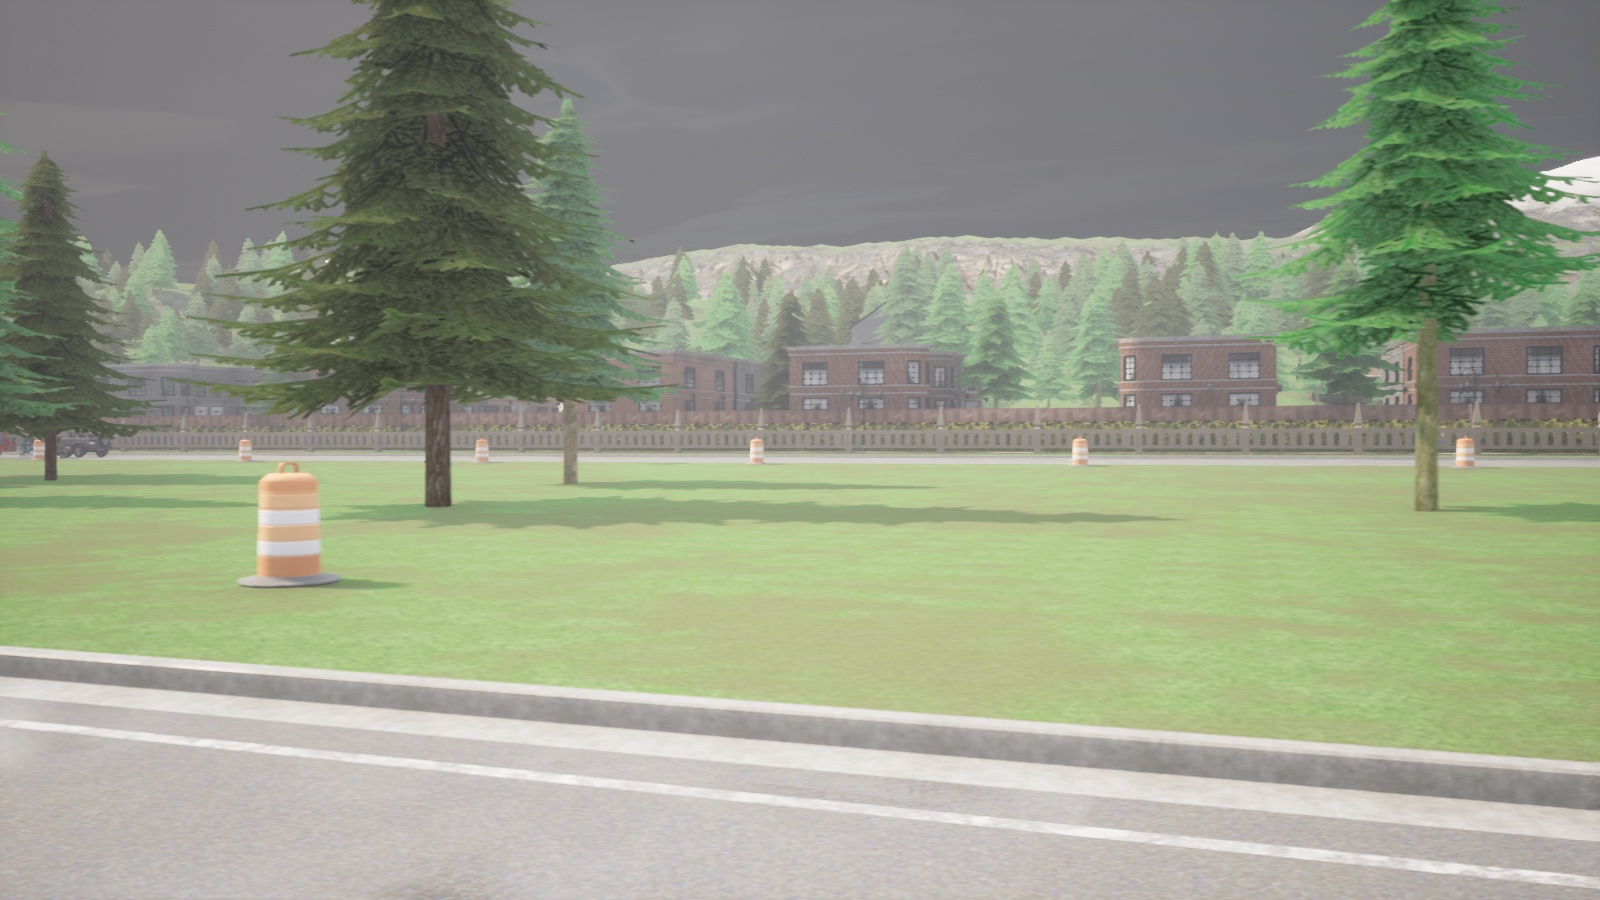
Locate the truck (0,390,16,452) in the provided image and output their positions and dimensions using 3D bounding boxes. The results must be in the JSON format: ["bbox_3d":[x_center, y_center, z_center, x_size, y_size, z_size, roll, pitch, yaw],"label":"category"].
[{"bbox_3d":[-53.616,-1.799,78.632,8.468,3.827,2.891,1,1,18],"label":"truck"}]

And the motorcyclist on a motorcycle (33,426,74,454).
[{"bbox_3d":[-45.064,-0.607,75.797,2.350,1.649,0.766,0,1,18],"label":"motorcyclist on a motorcycle"}]

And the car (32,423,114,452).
[{"bbox_3d":[-46.251,-0.810,79.879,4.605,1.855,1.932,1,1,19],"label":"car"}]
